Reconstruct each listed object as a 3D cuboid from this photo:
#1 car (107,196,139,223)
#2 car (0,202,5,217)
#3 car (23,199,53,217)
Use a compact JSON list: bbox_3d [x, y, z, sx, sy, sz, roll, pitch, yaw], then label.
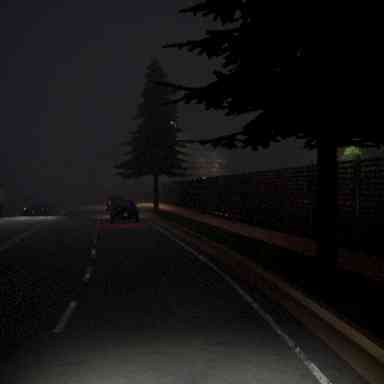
[{"bbox_3d":[-5.015,1.335,24.434,1.882,1.535,5.008,0,0,-15],"label":"car"},{"bbox_3d":[-16.743,1.397,26.994,1.837,1.490,4.892,0,0,-15],"label":"car"},{"bbox_3d":[-14.006,1.383,30.320,1.812,1.442,4.674,0,0,-15],"label":"car"}]
